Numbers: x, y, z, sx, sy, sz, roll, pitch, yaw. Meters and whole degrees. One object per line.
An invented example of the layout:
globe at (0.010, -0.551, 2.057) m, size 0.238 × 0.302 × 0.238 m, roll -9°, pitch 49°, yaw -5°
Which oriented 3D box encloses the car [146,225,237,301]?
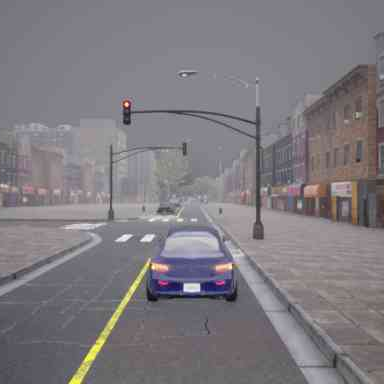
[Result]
car at (-0.001, 1.537, 8.199) m, size 1.812 × 1.442 × 4.674 m, roll 0°, pitch 0°, yaw 0°

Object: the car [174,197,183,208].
car at (-2.883, 1.836, 54.543) m, size 1.882 × 1.535 × 5.008 m, roll 0°, pitch -1°, yaw 0°

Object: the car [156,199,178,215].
car at (-2.878, 1.798, 37.159) m, size 1.895 × 1.301 × 4.718 m, roll 0°, pitch -1°, yaw 0°
